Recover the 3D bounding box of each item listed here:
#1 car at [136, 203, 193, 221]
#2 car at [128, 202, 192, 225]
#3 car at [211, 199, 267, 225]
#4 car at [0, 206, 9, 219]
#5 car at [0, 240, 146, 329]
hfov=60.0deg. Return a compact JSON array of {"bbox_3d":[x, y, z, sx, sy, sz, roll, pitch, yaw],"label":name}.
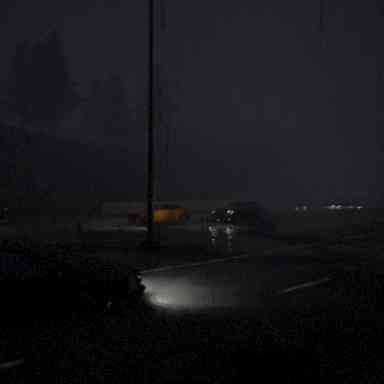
[{"bbox_3d":[-2.353,1.645,28.889,4.718,1.301,1.895,0,0,-40],"label":"car"},{"bbox_3d":[-2.295,1.514,24.395,5.008,1.535,1.882,1,0,-40],"label":"car"},{"bbox_3d":[3.522,1.410,24.763,4.553,1.767,2.097,0,0,-41],"label":"car"},{"bbox_3d":[-15.498,1.476,23.077,4.902,1.511,2.128,0,0,-36],"label":"car"},{"bbox_3d":[-3.503,1.543,5.570,5.357,1.411,2.033,0,0,-36],"label":"car"}]
